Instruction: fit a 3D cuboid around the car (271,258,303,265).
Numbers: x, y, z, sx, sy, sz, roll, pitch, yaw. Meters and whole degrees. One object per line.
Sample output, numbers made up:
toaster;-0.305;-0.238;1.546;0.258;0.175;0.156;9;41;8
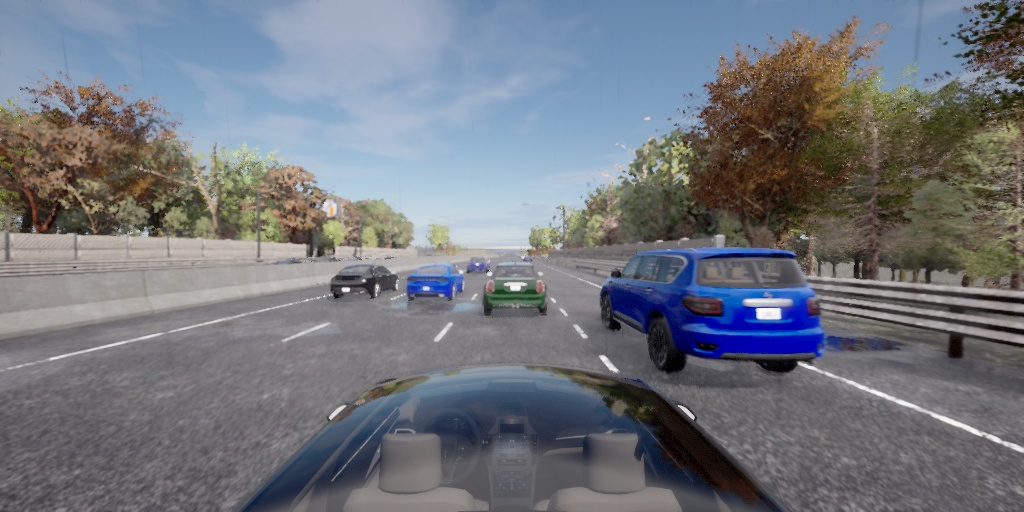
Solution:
car;-28.025;0.991;44.784;1.994;1.385;4.181;0;0;0

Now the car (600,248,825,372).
car;3.545;0.870;7.659;2.150;2.045;5.566;0;0;0

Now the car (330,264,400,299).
car;-6.882;1.134;17.283;1.837;1.490;4.892;0;0;0

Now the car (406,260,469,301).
car;-3.382;1.112;16.610;1.882;1.535;5.008;0;0;0

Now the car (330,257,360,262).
car;-21.024;0.960;46.778;2.033;1.411;5.357;0;0;0

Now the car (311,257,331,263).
car;-24.522;0.917;47.091;1.837;1.490;4.892;0;0;0

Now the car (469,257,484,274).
car;-3.362;0.836;37.014;2.097;1.767;4.553;0;0;0

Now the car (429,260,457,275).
car;-6.859;1.093;35.893;1.895;1.301;4.718;0;0;0

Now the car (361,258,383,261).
car;-17.526;0.976;46.926;1.994;1.385;4.181;0;0;0

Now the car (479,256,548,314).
car;0.112;1.011;13.369;2.097;1.767;4.553;0;0;0
